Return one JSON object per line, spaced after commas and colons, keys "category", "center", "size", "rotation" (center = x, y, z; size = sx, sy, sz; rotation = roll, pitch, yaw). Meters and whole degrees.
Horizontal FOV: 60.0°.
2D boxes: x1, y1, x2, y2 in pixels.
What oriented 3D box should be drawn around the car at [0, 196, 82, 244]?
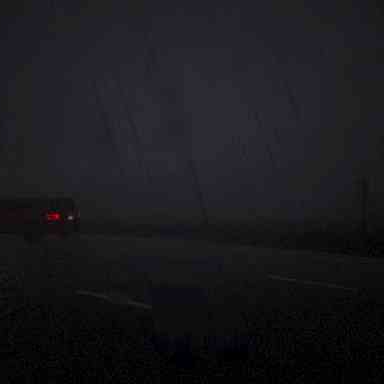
{"category": "car", "center": [-7.901, 1.218, 15.798], "size": [5.566, 2.045, 2.150], "rotation": [0, 0, 21]}
